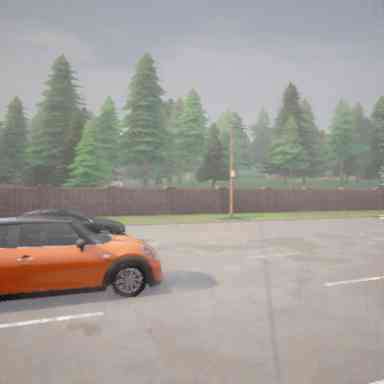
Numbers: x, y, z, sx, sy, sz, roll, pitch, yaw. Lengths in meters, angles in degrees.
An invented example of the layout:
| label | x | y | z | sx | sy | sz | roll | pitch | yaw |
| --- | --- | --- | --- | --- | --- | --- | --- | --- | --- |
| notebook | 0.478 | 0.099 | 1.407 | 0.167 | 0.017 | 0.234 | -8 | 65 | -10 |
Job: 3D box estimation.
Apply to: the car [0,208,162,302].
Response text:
| label | x | y | z | sx | sy | sz | roll | pitch | yaw |
| --- | --- | --- | --- | --- | --- | --- | --- | --- | --- |
| car | -2.976 | 1.328 | 7.367 | 4.553 | 1.767 | 2.097 | 0 | 0 | -22 |

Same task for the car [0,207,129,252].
| label | x | y | z | sx | sy | sz | roll | pitch | yaw |
| --- | --- | --- | --- | --- | --- | --- | --- | --- | --- |
| car | -5.286 | 1.462 | 13.983 | 4.892 | 1.490 | 1.837 | 0 | 0 | -22 |

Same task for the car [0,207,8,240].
| label | x | y | z | sx | sy | sz | roll | pitch | yaw |
| --- | --- | --- | --- | --- | --- | --- | --- | --- | --- |
| car | -11.627 | 1.483 | 15.241 | 5.357 | 1.411 | 2.033 | 0 | 0 | -22 |
